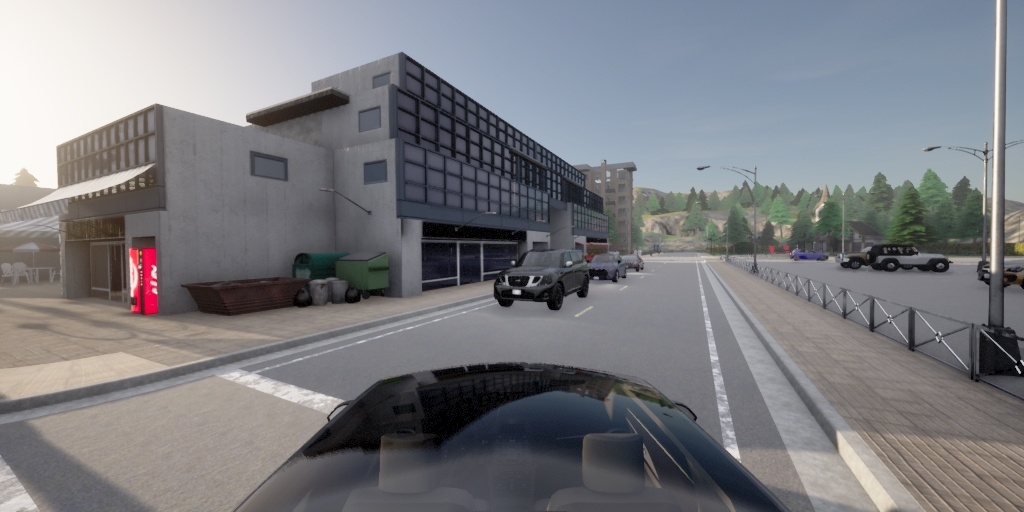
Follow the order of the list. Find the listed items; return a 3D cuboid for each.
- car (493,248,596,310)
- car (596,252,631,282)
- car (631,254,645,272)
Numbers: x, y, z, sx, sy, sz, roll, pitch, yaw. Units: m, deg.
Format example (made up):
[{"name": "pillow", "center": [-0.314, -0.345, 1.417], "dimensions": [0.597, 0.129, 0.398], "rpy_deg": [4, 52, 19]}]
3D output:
[{"name": "car", "center": [1.397, 0.733, 13.841], "dimensions": [2.150, 2.045, 5.566], "rpy_deg": [0, 1, 27]}, {"name": "car", "center": [5.852, 0.633, 22.611], "dimensions": [2.097, 1.767, 4.553], "rpy_deg": [0, 1, 27]}, {"name": "car", "center": [10.491, 0.568, 31.731], "dimensions": [1.812, 1.442, 4.674], "rpy_deg": [0, 1, 27]}]
